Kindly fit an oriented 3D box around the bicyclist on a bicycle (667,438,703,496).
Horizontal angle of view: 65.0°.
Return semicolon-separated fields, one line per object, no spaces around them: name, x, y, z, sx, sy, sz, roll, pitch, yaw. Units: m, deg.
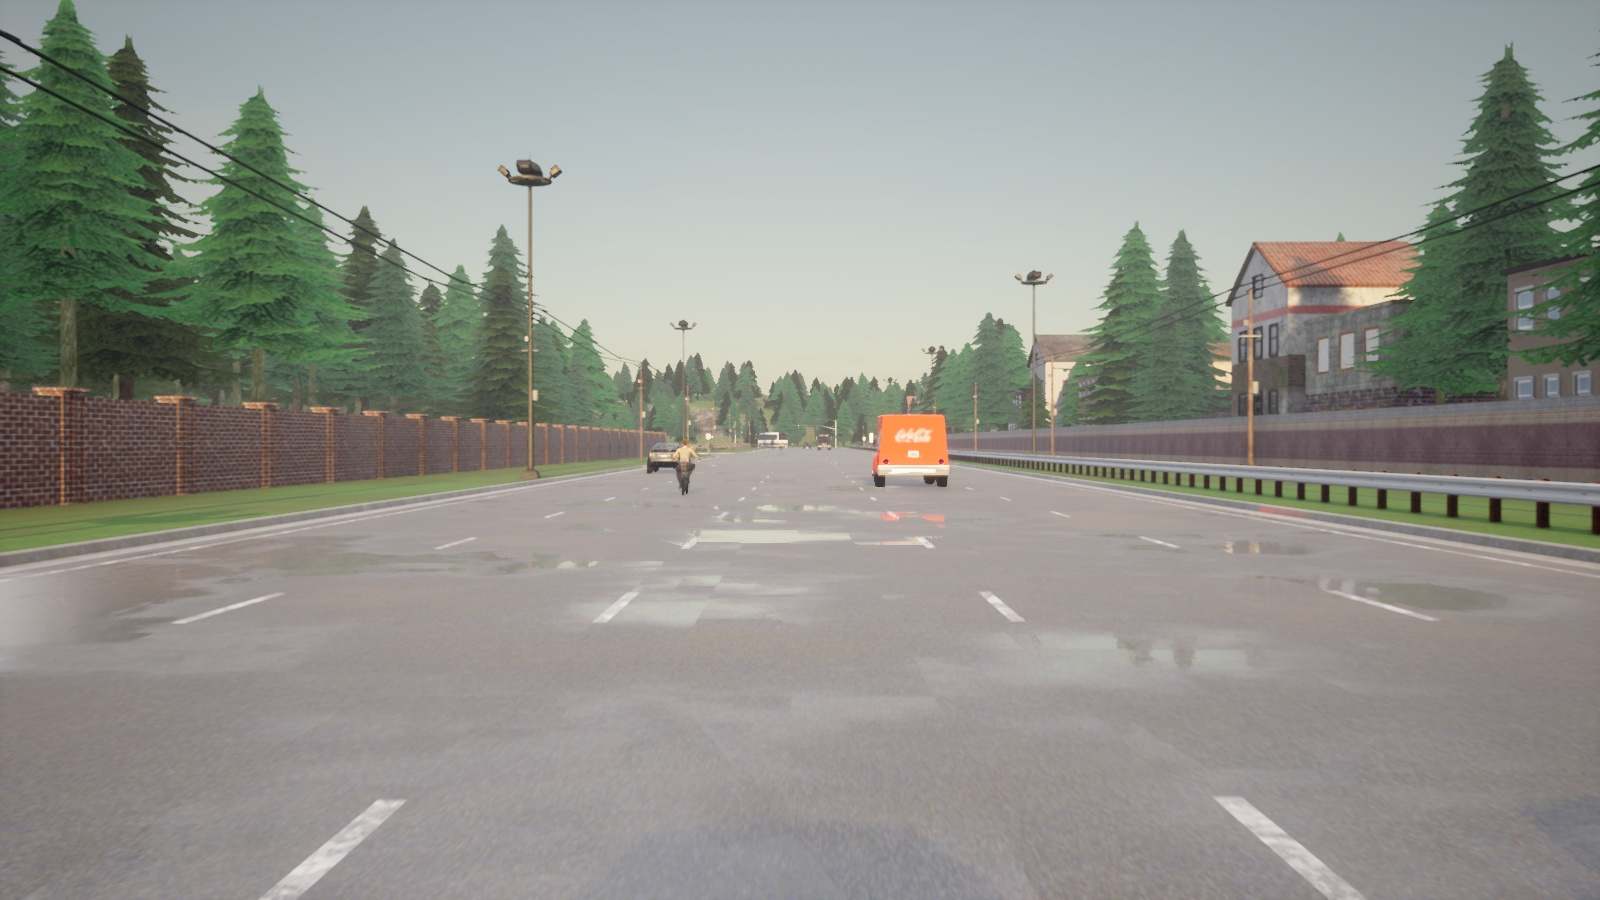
bicyclist on a bicycle;-3.284;0.477;35.991;0.866;1.612;1.509;0;0;1

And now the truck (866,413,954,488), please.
truck;3.767;0.015;44.016;2.627;2.467;5.204;0;0;0

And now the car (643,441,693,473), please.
car;-6.623;0.330;63.454;2.007;1.525;4.514;0;0;0
